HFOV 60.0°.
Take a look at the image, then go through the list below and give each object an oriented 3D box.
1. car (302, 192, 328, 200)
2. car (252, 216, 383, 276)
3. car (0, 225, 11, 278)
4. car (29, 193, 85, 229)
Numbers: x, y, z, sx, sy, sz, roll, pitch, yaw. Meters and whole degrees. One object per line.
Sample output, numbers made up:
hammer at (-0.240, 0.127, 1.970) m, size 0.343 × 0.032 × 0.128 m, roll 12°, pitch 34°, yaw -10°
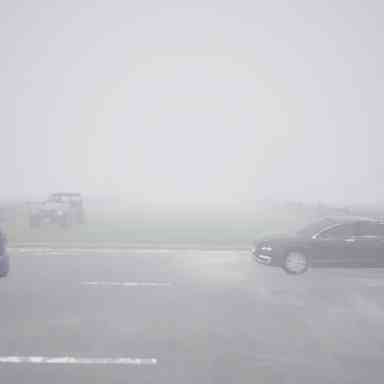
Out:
car at (23.580, 0.974, 63.516) m, size 4.605 × 1.855 × 1.932 m, roll 1°, pitch 0°, yaw 0°
car at (4.221, 1.478, 9.641) m, size 4.892 × 1.490 × 1.837 m, roll 1°, pitch 0°, yaw 0°
car at (-6.451, 1.099, 6.223) m, size 5.566 × 2.045 × 2.150 m, roll 1°, pitch 0°, yaw 0°
car at (-7.325, 0.980, 18.552) m, size 1.905 × 1.878 × 3.866 m, roll 1°, pitch 0°, yaw 0°
